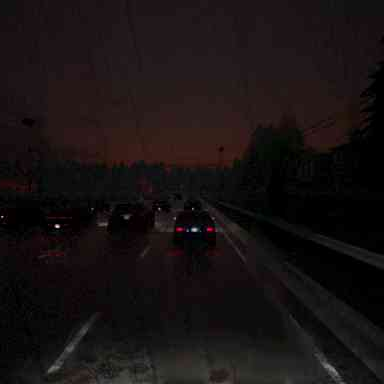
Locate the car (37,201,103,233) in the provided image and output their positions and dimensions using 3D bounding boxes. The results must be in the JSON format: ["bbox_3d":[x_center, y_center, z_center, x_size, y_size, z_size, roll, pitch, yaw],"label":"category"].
[{"bbox_3d":[-6.898,1.499,19.452,1.837,1.490,4.892,0,0,0],"label":"car"}]

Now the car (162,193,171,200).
[{"bbox_3d":[-6.996,1.169,91.798,2.097,1.767,4.553,0,0,0],"label":"car"}]

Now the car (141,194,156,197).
[{"bbox_3d":[-10.497,1.476,81.409,1.837,1.490,4.892,0,0,0],"label":"car"}]

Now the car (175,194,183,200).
[{"bbox_3d":[-3.496,1.339,91.828,2.128,1.511,4.902,0,0,0],"label":"car"}]

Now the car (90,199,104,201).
[{"bbox_3d":[-10.398,1.498,37.144,1.837,1.490,4.892,0,0,0],"label":"car"}]

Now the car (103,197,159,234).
[{"bbox_3d":[-3.399,1.347,19.449,2.097,1.767,4.553,0,0,0],"label":"car"}]

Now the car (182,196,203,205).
[{"bbox_3d":[0.102,1.497,37.162,1.837,1.490,4.892,0,0,0],"label":"car"}]

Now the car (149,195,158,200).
[{"bbox_3d":[-10.496,1.410,91.859,1.895,1.301,4.718,0,0,0],"label":"car"}]

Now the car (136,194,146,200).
[{"bbox_3d":[-13.996,1.292,91.829,1.882,1.535,5.008,0,0,0],"label":"car"}]

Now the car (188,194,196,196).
[{"bbox_3d":[0.003,1.331,81.795,2.097,1.767,4.553,0,0,0],"label":"car"}]

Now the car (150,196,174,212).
[{"bbox_3d":[-3.398,1.497,37.130,1.837,1.490,4.892,0,0,0],"label":"car"}]

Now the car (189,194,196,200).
[{"bbox_3d":[0.004,1.292,91.828,1.882,1.535,5.008,0,0,0],"label":"car"}]

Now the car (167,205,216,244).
[{"bbox_3d":[0.102,1.544,15.636,2.033,1.411,5.357,0,0,0],"label":"car"}]

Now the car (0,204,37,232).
[{"bbox_3d":[-10.399,1.499,20.062,1.837,1.490,4.892,0,0,0],"label":"car"}]

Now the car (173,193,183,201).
[{"bbox_3d":[-3.497,1.201,81.439,2.150,2.045,5.566,0,0,0],"label":"car"}]

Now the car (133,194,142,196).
[{"bbox_3d":[-13.997,1.529,81.826,1.994,1.385,4.181,0,0,0],"label":"car"}]

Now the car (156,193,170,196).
[{"bbox_3d":[-6.997,1.515,81.409,2.033,1.411,5.357,0,0,0],"label":"car"}]
